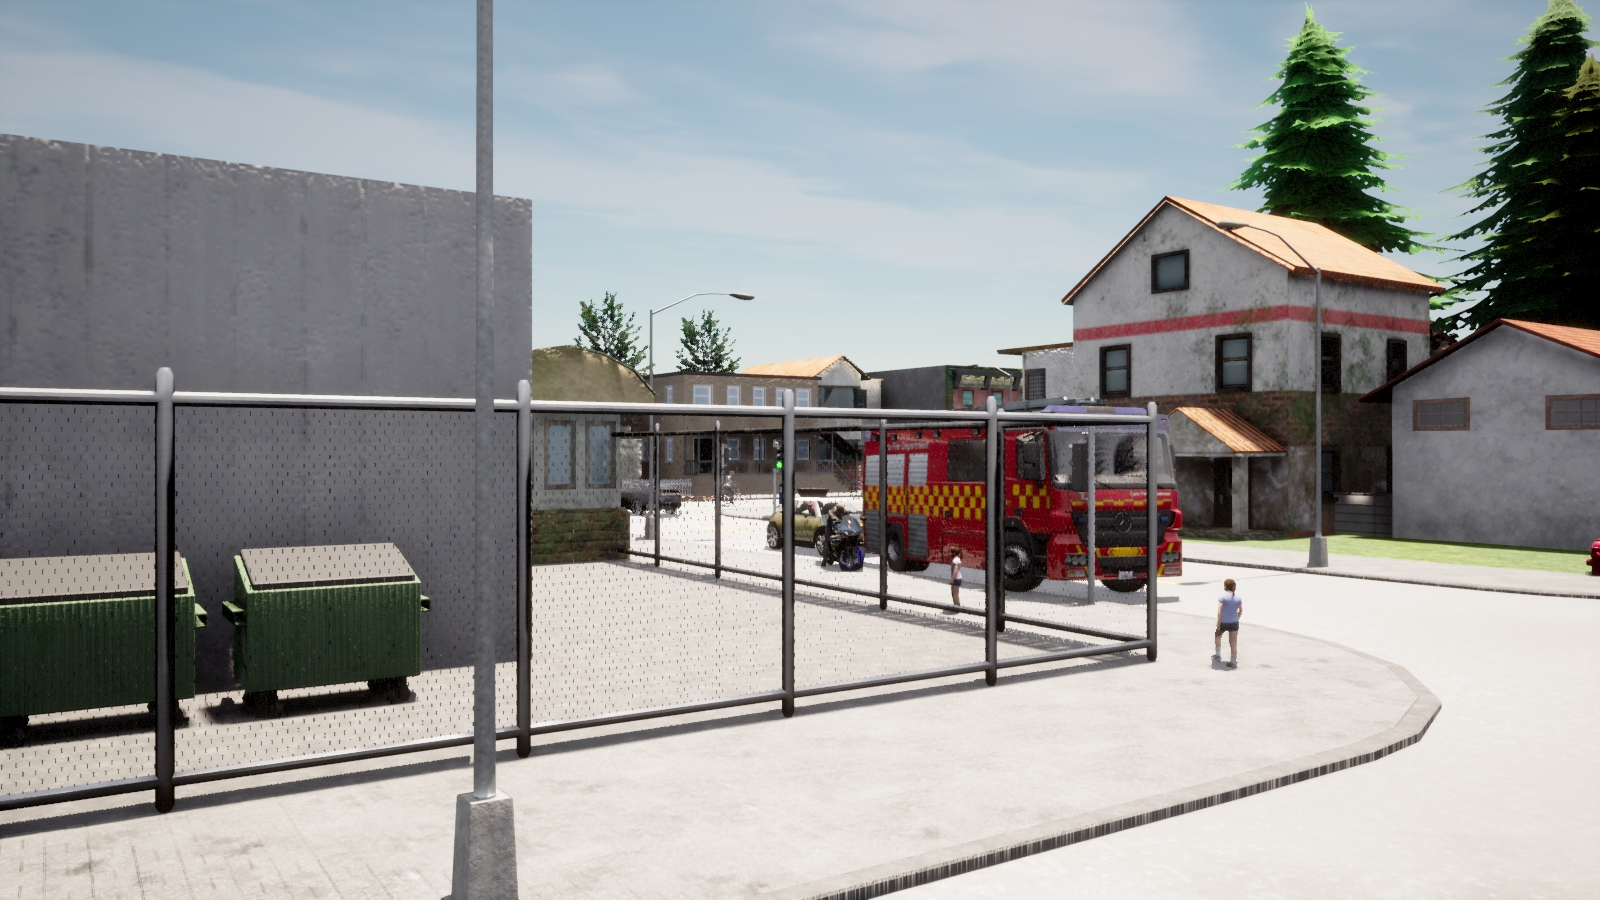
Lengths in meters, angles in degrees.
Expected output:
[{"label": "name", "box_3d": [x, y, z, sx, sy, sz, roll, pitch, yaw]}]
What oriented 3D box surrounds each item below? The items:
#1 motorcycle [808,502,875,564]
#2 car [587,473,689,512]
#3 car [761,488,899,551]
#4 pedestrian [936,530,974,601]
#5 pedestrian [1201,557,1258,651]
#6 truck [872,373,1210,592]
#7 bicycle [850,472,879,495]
[{"label": "motorcycle", "box_3d": [0.923, 1.872, 26.186, 0.867, 1.251, 2.209, 0, 0, -17]}, {"label": "car", "box_3d": [-7.115, 1.828, 49.911, 2.128, 1.511, 4.902, 0, 0, -40]}, {"label": "car", "box_3d": [0.752, 1.845, 31.311, 1.970, 1.475, 3.806, 0, 0, -33]}, {"label": "pedestrian", "box_3d": [2.566, 1.895, 18.885, 0.500, 1.100, 0.500, 0, 0, 24]}, {"label": "pedestrian", "box_3d": [5.314, 1.896, 14.149, 0.500, 1.100, 0.500, 0, 0, -4]}, {"label": "truck", "box_3d": [4.638, 0.674, 24.446, 2.891, 3.827, 8.468, 1, -1, -21]}, {"label": "bicycle", "box_3d": [3.714, 1.940, 65.827, 1.835, 1.271, 0.329, 0, 0, -33]}]
